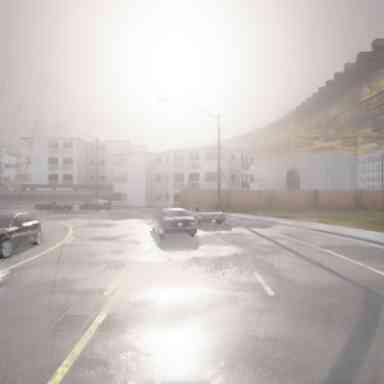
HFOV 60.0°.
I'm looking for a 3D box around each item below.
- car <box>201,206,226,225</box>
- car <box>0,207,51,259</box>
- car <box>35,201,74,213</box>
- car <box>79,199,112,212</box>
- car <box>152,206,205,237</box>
[{"bbox_3d":[0.617,1.620,24.090,1.895,1.301,4.718,0,0,-22],"label":"car"},{"bbox_3d":[-7.250,1.517,12.615,1.837,1.490,4.892,0,-1,-5],"label":"car"},{"bbox_3d":[-15.790,1.632,37.967,4.718,1.301,1.895,0,0,32],"label":"car"},{"bbox_3d":[-11.360,1.557,39.096,4.674,1.442,1.812,0,0,37],"label":"car"},{"bbox_3d":[-1.075,1.562,18.066,2.033,1.411,5.357,0,0,-12],"label":"car"}]
